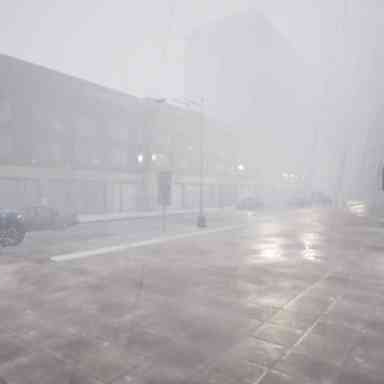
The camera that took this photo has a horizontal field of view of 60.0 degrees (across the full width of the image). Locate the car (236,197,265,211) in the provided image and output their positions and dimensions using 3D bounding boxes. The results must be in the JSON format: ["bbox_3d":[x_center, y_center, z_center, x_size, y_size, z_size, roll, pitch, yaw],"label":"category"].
[{"bbox_3d":[6.674,1.318,37.518,1.837,1.490,4.892,1,1,36],"label":"car"}]

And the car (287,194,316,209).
[{"bbox_3d":[13.665,1.320,42.256,2.128,1.511,4.902,1,0,36],"label":"car"}]

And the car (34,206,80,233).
[{"bbox_3d":[-8.295,1.405,16.583,2.033,1.411,5.357,1,1,35],"label":"car"}]

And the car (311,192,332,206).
[{"bbox_3d":[19.532,1.040,50.477,2.150,2.045,5.566,1,0,36],"label":"car"}]

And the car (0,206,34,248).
[{"bbox_3d":[-8.277,1.120,11.304,2.150,2.045,5.566,-1,0,11],"label":"car"}]
